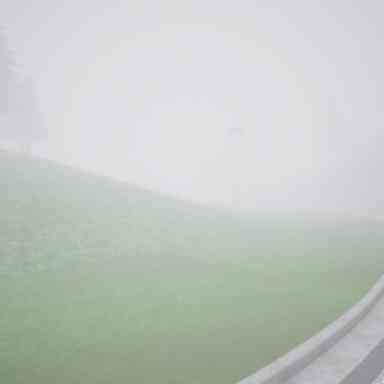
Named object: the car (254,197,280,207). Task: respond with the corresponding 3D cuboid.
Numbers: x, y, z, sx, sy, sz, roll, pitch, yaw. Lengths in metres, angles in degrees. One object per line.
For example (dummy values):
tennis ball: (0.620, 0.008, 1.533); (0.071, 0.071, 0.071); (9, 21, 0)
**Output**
car: (11.442, 1.450, 50.970); (1.882, 1.535, 5.008); (0, 0, -21)
